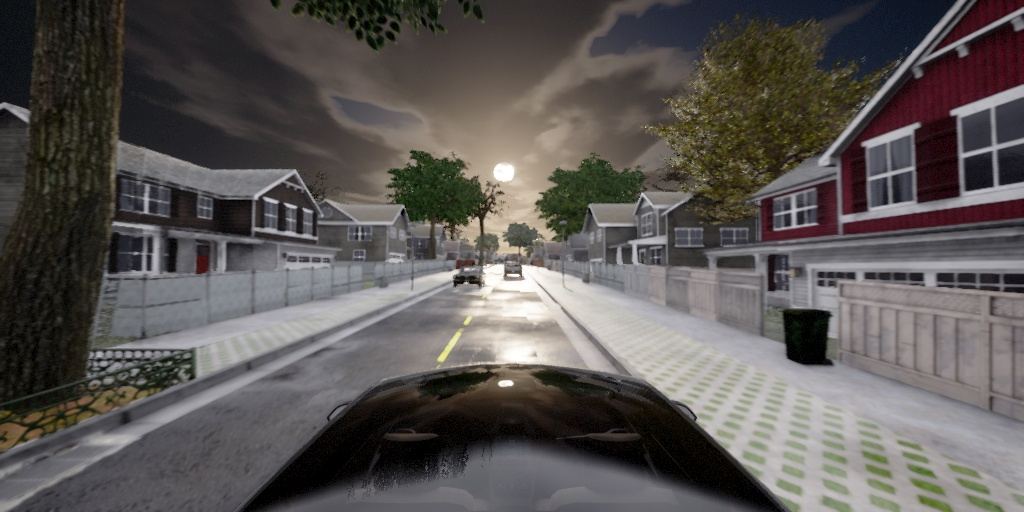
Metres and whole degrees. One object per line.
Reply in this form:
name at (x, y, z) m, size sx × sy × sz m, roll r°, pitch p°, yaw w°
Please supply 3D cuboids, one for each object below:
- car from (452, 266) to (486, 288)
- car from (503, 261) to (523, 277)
car at (-2.838, 1.379, 24.484) m, size 1.895 × 1.301 × 4.718 m, roll 0°, pitch 0°, yaw 0°
car at (0.116, 1.313, 37.135) m, size 2.128 × 1.511 × 4.902 m, roll 0°, pitch 0°, yaw 0°
